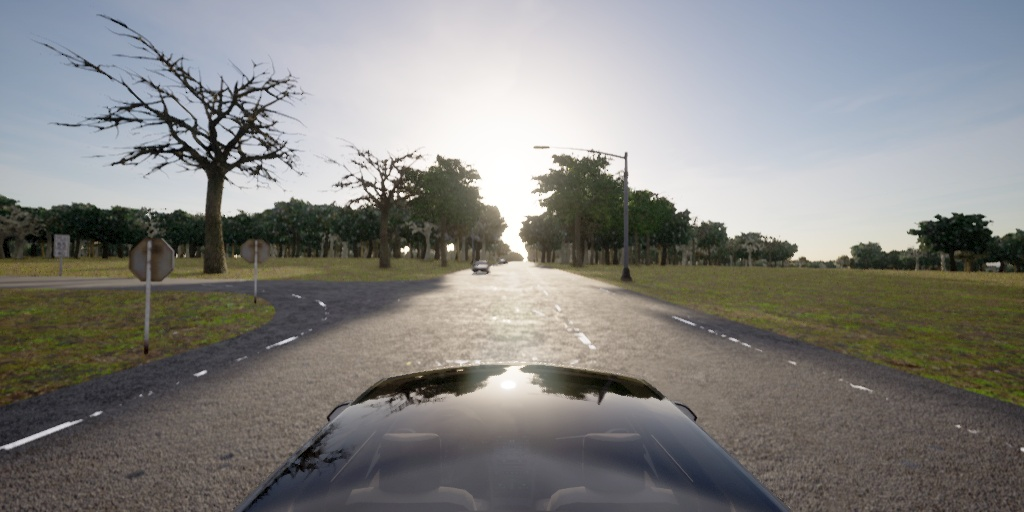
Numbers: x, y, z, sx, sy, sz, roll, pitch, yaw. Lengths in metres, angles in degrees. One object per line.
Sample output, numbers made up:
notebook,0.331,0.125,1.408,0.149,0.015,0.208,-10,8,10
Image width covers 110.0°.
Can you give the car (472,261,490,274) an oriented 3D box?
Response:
car,-3.546,1.280,41.663,2.033,1.411,5.357,0,0,0
